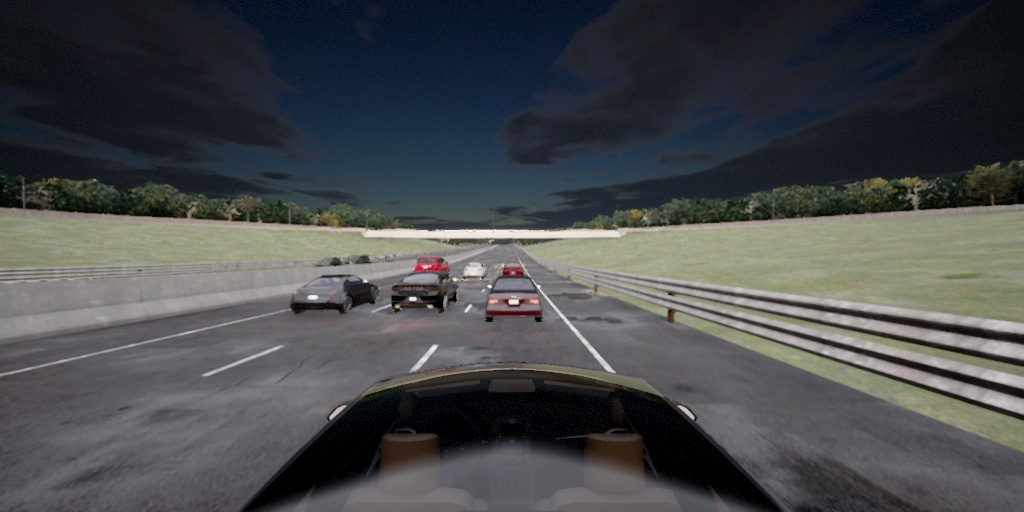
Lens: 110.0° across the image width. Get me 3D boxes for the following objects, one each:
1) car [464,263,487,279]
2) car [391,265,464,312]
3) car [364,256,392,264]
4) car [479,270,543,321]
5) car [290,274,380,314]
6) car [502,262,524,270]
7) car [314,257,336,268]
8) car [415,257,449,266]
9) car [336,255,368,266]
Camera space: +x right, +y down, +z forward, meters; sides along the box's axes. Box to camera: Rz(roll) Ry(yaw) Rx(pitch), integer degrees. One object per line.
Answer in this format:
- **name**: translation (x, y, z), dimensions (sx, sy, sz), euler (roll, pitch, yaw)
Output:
- **car**: translation (-3.411, 1.349, 33.482), dimensions (1.812, 1.442, 4.674), euler (0, 1, 0)
- **car**: translation (-3.423, 1.336, 14.896), dimensions (1.882, 1.535, 5.008), euler (0, 0, 0)
- **car**: translation (-17.578, 1.113, 48.434), dimensions (2.128, 1.511, 4.902), euler (0, 1, 0)
- **car**: translation (0.068, 1.396, 12.943), dimensions (2.033, 1.411, 5.357), euler (0, 0, 0)
- **car**: translation (-6.922, 1.420, 14.488), dimensions (1.994, 1.385, 4.181), euler (0, 0, 0)
- **car**: translation (0.090, 1.297, 33.960), dimensions (1.882, 1.535, 5.008), euler (0, 1, 0)
- **car**: translation (-24.575, 0.977, 48.119), dimensions (2.097, 1.767, 4.553), euler (0, 1, 0)
- **car**: translation (-6.913, 1.060, 31.400), dimensions (2.150, 2.045, 5.566), euler (0, 0, 0)
- **car**: translation (-21.075, 0.842, 48.535), dimensions (2.150, 2.045, 5.566), euler (0, 1, 0)
